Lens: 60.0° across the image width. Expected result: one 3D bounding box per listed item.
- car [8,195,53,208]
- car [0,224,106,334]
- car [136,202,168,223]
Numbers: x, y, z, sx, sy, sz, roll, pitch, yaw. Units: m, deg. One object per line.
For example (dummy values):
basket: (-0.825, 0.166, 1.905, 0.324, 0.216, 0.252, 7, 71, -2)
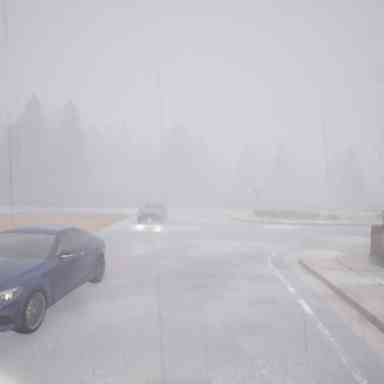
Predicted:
car: (-18.415, 1.048, 38.008, 4.674, 1.442, 1.812, 2, 0, -16)
car: (-3.164, 1.424, 6.742, 1.812, 1.442, 4.674, 2, 0, 5)
car: (-2.783, 1.424, 24.456, 2.033, 1.411, 5.357, 2, 0, 0)
